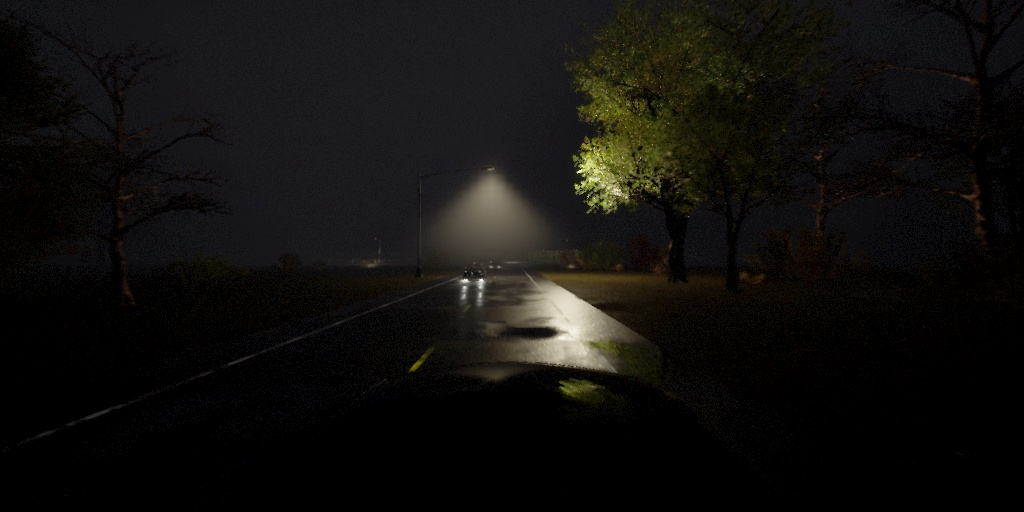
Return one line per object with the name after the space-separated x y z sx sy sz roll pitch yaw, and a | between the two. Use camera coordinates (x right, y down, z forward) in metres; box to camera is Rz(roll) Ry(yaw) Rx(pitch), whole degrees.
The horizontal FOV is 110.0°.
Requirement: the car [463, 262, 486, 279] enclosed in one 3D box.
-3.580 1.362 34.727 1.837 1.490 4.892 0 -1 0 | car
